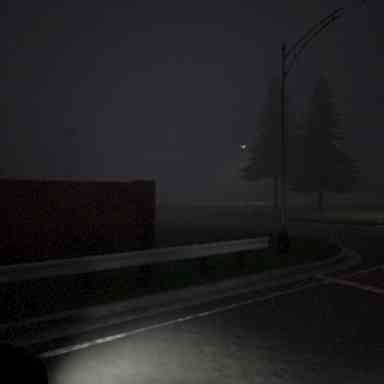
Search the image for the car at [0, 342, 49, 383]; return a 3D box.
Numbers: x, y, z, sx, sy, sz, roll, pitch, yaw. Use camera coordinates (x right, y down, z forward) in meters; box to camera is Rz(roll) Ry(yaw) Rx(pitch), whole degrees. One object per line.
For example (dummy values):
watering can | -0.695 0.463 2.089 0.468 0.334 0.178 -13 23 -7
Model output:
car | -3.135 1.520 1.508 4.674 1.442 1.812 0 0 -36
